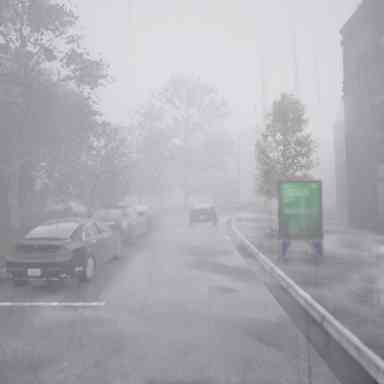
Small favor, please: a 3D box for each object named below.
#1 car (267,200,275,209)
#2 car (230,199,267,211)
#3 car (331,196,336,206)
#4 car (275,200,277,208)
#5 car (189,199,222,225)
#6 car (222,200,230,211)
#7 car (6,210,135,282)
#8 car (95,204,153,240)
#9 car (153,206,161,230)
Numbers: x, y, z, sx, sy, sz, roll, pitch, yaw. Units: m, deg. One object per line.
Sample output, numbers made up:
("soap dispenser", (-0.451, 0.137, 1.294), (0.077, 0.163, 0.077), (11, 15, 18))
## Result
("car", (10.378, 1.900, 51.931), (2.231, 1.521, 4.892), (-4, -4, 42))
("car", (7.156, 1.634, 41.721), (2.033, 1.411, 5.357), (-3, -2, 31))
("car", (29.433, 1.818, 64.062), (5.566, 2.045, 2.435), (-1, -4, -20))
("car", (14.489, 2.017, 55.726), (5.008, 1.535, 2.097), (1, -4, -40))
("car", (0.975, 1.462, 24.194), (1.882, 1.535, 5.008), (-1, 0, 7))
("car", (6.849, 1.786, 47.484), (2.097, 1.535, 5.008), (-3, -4, 36))
("car", (-3.404, 1.505, 9.779), (2.231, 1.521, 4.892), (0, 0, 2))
("car", (-3.403, 1.380, 15.488), (2.185, 1.767, 4.553), (-1, 0, 2))
("car", (-3.161, 1.510, 21.190), (2.097, 1.535, 5.008), (0, 0, 2))
